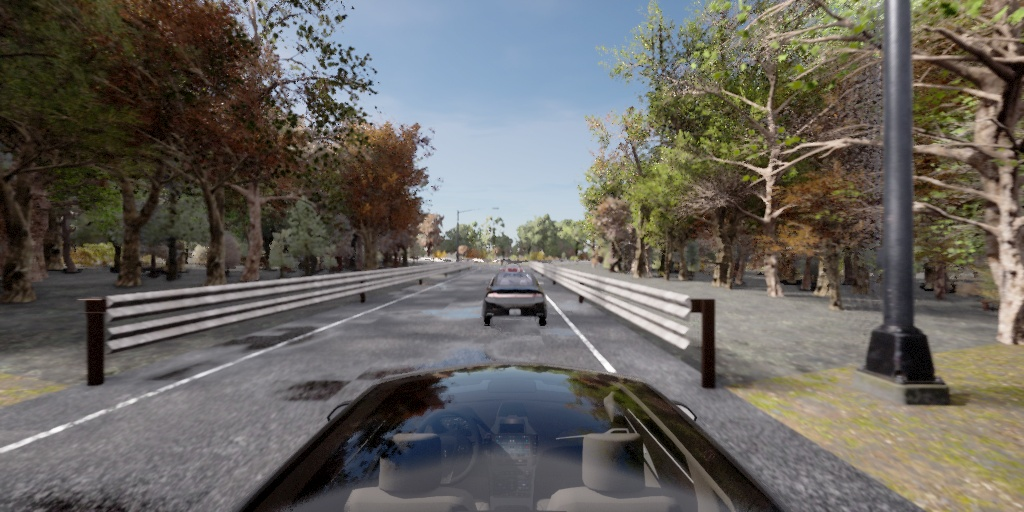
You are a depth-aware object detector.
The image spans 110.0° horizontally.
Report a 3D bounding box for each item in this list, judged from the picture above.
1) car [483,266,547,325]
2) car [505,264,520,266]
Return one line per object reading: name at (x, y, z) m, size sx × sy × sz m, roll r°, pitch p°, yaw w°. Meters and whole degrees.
car at (0.084, 1.274, 11.928) m, size 2.128 × 1.511 × 4.902 m, roll 0°, pitch 0°, yaw 0°
car at (0.069, 1.455, 37.471) m, size 1.895 × 1.301 × 4.718 m, roll 0°, pitch 0°, yaw 0°
